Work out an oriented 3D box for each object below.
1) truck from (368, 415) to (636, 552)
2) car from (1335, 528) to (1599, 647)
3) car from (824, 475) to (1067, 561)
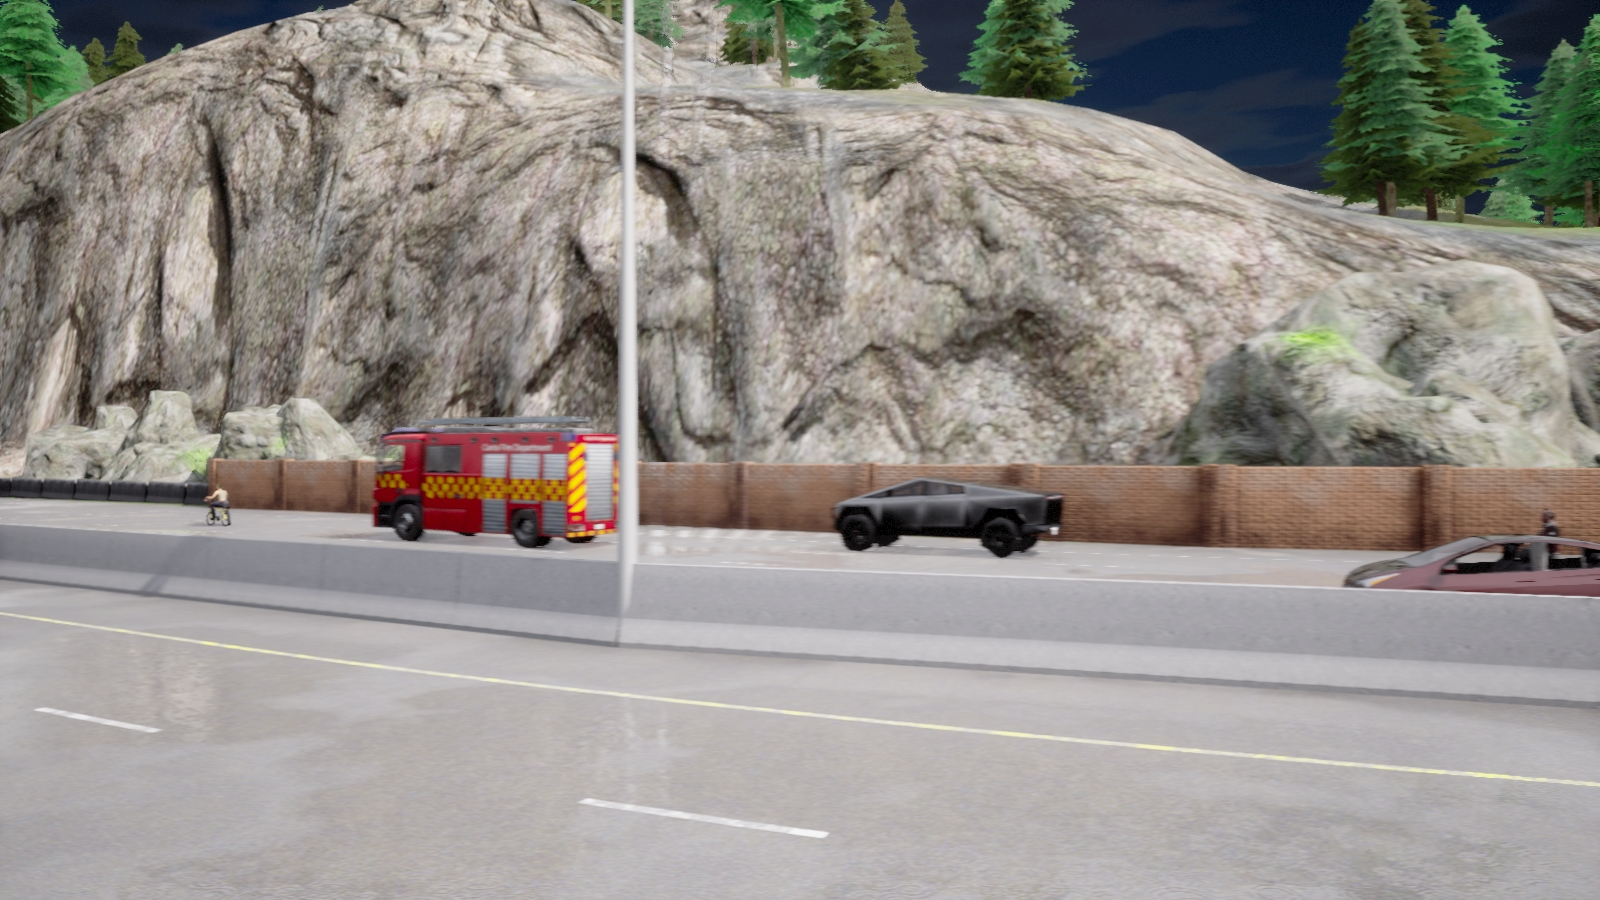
[{"bbox_3d":[-9.352,0.940,35.437,8.468,3.827,2.891,0,0,30],"label":"truck"},{"bbox_3d":[10.919,2.075,17.704,4.514,1.525,2.007,0,0,16],"label":"car"},{"bbox_3d":[4.023,1.806,31.825,6.274,2.098,2.390,0,0,26],"label":"car"}]
